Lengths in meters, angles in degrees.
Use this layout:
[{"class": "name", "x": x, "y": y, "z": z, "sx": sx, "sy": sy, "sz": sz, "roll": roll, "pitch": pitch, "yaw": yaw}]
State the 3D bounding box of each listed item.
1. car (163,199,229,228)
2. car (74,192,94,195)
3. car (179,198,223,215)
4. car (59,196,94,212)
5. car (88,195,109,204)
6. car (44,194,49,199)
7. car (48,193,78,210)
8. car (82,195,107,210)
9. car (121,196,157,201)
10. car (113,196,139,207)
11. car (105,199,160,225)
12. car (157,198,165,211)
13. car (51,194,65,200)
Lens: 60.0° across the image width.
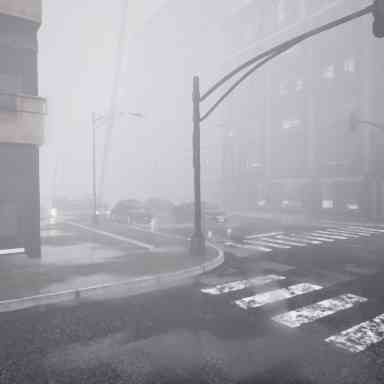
[{"class": "car", "x": 0.392, "y": 1.434, "z": 22.020, "sx": 2.128, "sy": 1.511, "sz": 4.902, "roll": -1, "pitch": 1, "yaw": -35}, {"class": "car", "x": -16.276, "y": 1.095, "z": 51.674, "sx": 2.097, "sy": 1.767, "sz": 4.553, "roll": -1, "pitch": 1, "yaw": -34}, {"class": "car", "x": 0.757, "y": 1.360, "z": 31.856, "sx": 1.887, "sy": 1.381, "sz": 4.507, "roll": -1, "pitch": 1, "yaw": -35}, {"class": "car", "x": -12.683, "y": 1.448, "z": 36.368, "sx": 2.008, "sy": 1.369, "sz": 4.403, "roll": -1, "pitch": 1, "yaw": -35}, {"class": "car", "x": -15.594, "y": 1.217, "z": 55.295, "sx": 1.752, "sy": 1.417, "sz": 4.829, "roll": -1, "pitch": 1, "yaw": -35}, {"class": "car", "x": -34.998, "y": 1.075, "z": 83.330, "sx": 1.752, "sy": 1.417, "sz": 4.829, "roll": -1, "pitch": 1, "yaw": -35}, {"class": "car", "x": -15.918, "y": 1.313, "z": 41.040, "sx": 1.967, "sy": 1.590, "sz": 4.097, "roll": -1, "pitch": 1, "yaw": -35}, {"class": "car", "x": -11.494, "y": 1.397, "z": 39.210, "sx": 2.033, "sy": 1.411, "sz": 5.357, "roll": -1, "pitch": 1, "yaw": -35}, {"class": "car", "x": -5.493, "y": 1.374, "z": 30.526, "sx": 1.882, "sy": 1.535, "sz": 5.008, "roll": -1, "pitch": 1, "yaw": -35}, {"class": "car", "x": -9.126, "y": 1.266, "z": 45.950, "sx": 1.752, "sy": 1.417, "sz": 4.829, "roll": -1, "pitch": 1, "yaw": -35}, {"class": "car", "x": -4.417, "y": 1.509, "z": 24.199, "sx": 1.887, "sy": 1.381, "sz": 4.507, "roll": -1, "pitch": 1, "yaw": -35}, {"class": "car", "x": -3.733, "y": 1.317, "z": 33.594, "sx": 1.882, "sy": 1.535, "sz": 5.008, "roll": -1, "pitch": 1, "yaw": -35}, {"class": "car", "x": -31.667, "y": 1.124, "z": 78.518, "sx": 2.008, "sy": 1.369, "sz": 4.403, "roll": -1, "pitch": 1, "yaw": -35}]
